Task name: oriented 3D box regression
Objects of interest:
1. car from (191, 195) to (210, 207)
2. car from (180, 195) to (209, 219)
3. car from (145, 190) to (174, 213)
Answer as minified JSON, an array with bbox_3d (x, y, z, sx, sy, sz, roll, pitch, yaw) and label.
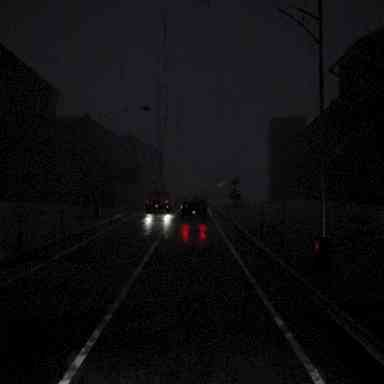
[{"bbox_3d":[1.105,1.089,42.852,2.128,1.511,4.902,0,-1,5],"label":"car"},{"bbox_3d":[0.165,1.120,24.873,2.128,1.511,4.902,0,1,1],"label":"car"},{"bbox_3d":[-2.891,0.795,30.735,2.150,2.045,5.566,0,0,2],"label":"car"}]
